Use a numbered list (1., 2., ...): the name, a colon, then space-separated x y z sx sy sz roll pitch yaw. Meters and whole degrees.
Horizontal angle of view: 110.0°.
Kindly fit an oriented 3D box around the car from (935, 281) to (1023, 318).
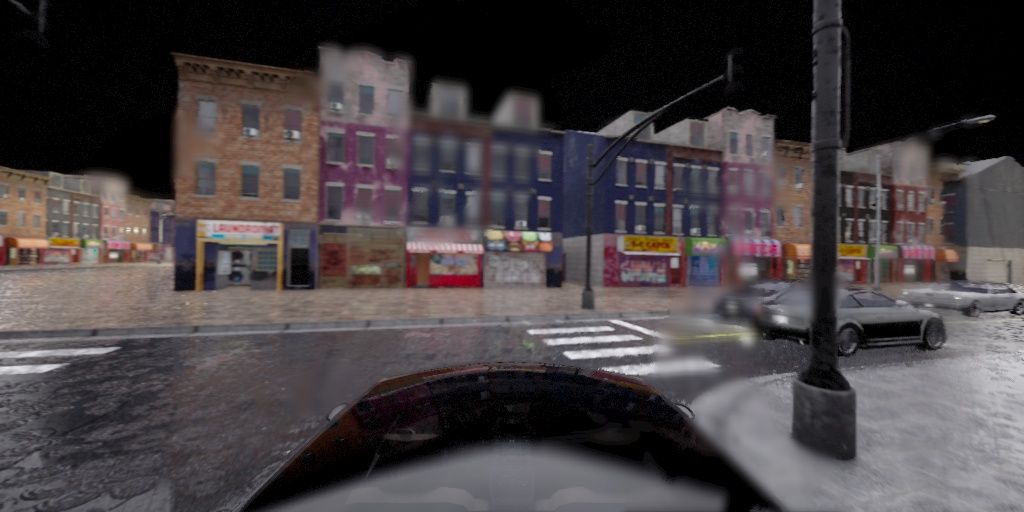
1. car: 18.361 1.672 14.534 4.718 1.301 1.895 1 0 -16

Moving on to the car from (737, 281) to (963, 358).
1. car: 8.052 1.445 8.675 4.181 1.385 1.994 1 0 -15

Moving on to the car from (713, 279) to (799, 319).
1. car: 8.881 1.479 11.859 4.181 1.385 1.994 1 0 -16
